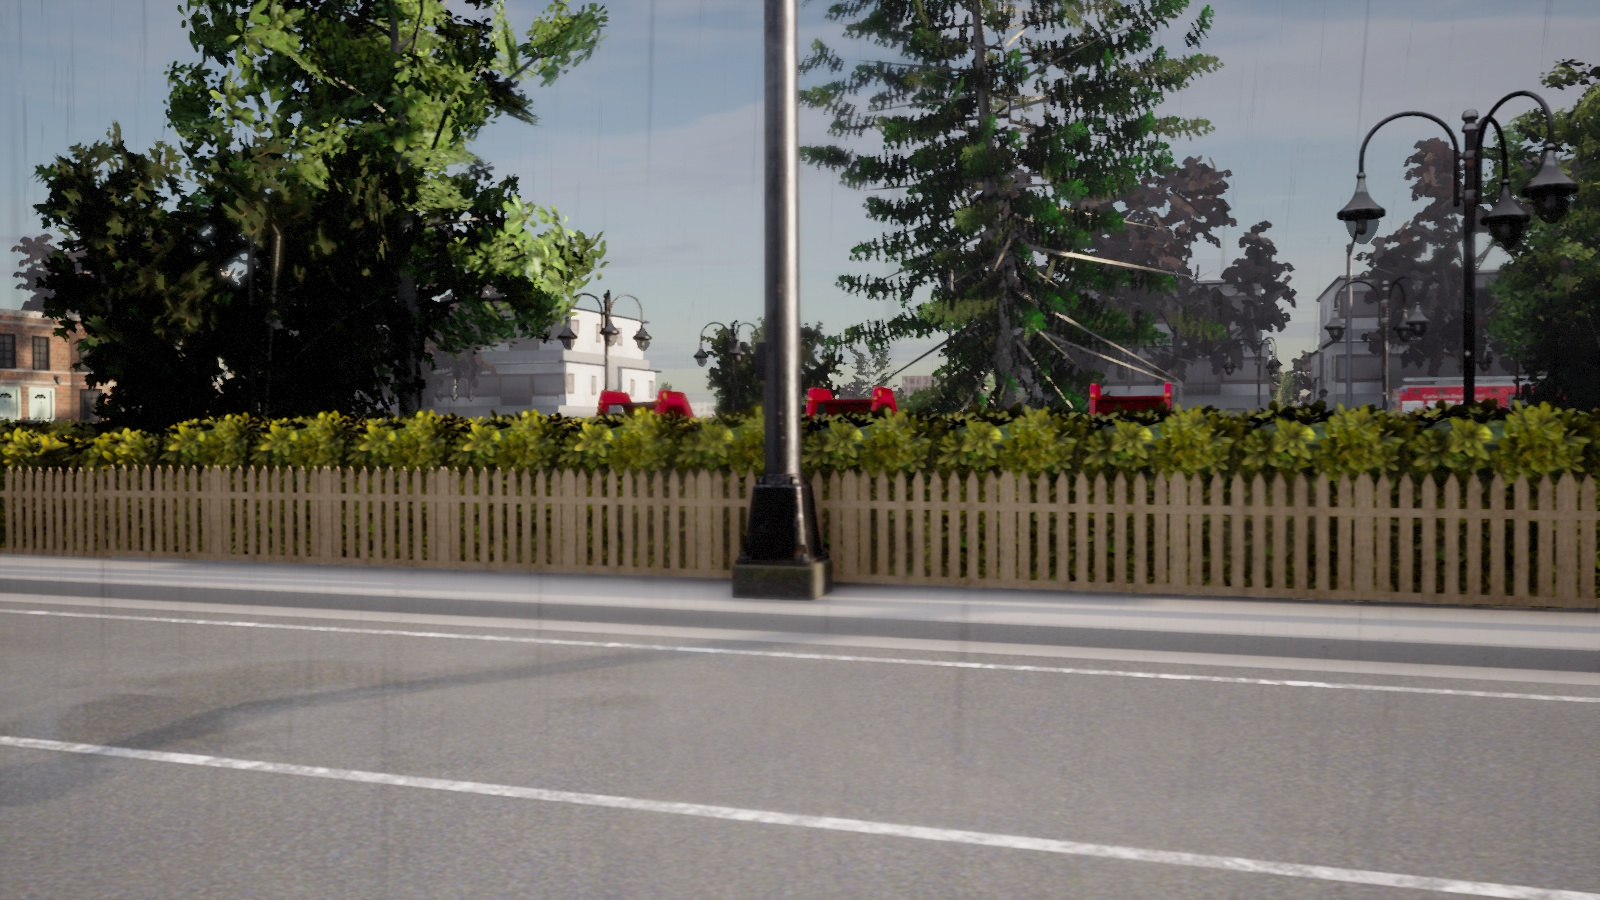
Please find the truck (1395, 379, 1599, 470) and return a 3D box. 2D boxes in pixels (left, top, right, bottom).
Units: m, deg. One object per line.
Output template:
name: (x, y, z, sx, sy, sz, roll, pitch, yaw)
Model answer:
truck: (31.101, -1.112, 55.379, 8.468, 3.827, 2.891, 1, 1, 19)
